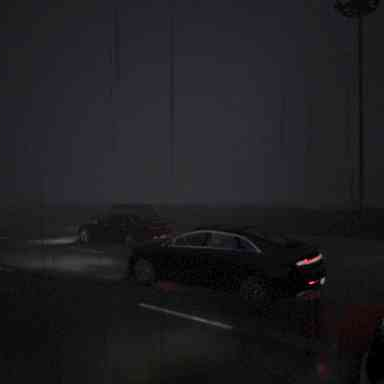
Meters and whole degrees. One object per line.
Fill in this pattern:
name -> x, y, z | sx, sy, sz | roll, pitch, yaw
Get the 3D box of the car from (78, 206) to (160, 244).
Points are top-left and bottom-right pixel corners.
car -> -3.067, 1.591, 14.773 | 4.892, 1.490, 1.837 | 0, 0, 35

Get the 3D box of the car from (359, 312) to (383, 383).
car -> 3.758, 1.205, 1.313 | 5.566, 2.045, 2.150 | 0, 0, 35

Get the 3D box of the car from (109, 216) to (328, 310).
car -> 0.577, 1.523, 7.876 | 4.902, 1.511, 2.128 | 0, 0, 35

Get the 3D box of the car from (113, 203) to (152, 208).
car -> -4.042, 1.465, 19.766 | 4.553, 1.767, 2.097 | -1, 0, 35
